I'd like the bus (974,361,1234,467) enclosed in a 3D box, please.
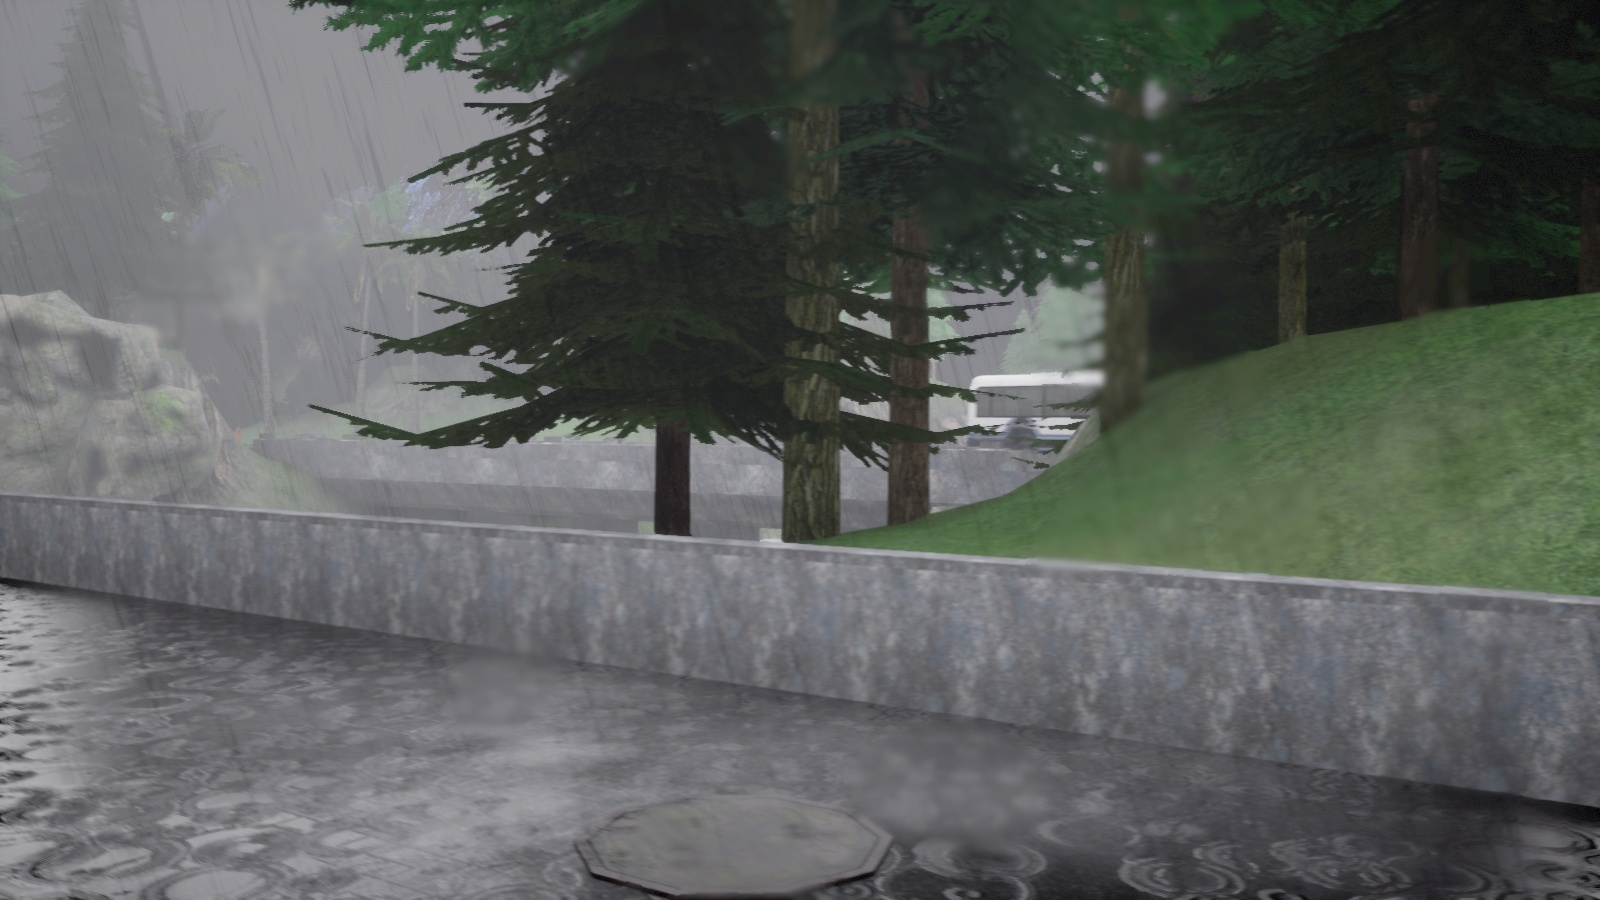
[{"bbox_3d":[13.182,-1.481,54.902,10.273,4.253,3.944,0,1,34],"label":"bus"}]
